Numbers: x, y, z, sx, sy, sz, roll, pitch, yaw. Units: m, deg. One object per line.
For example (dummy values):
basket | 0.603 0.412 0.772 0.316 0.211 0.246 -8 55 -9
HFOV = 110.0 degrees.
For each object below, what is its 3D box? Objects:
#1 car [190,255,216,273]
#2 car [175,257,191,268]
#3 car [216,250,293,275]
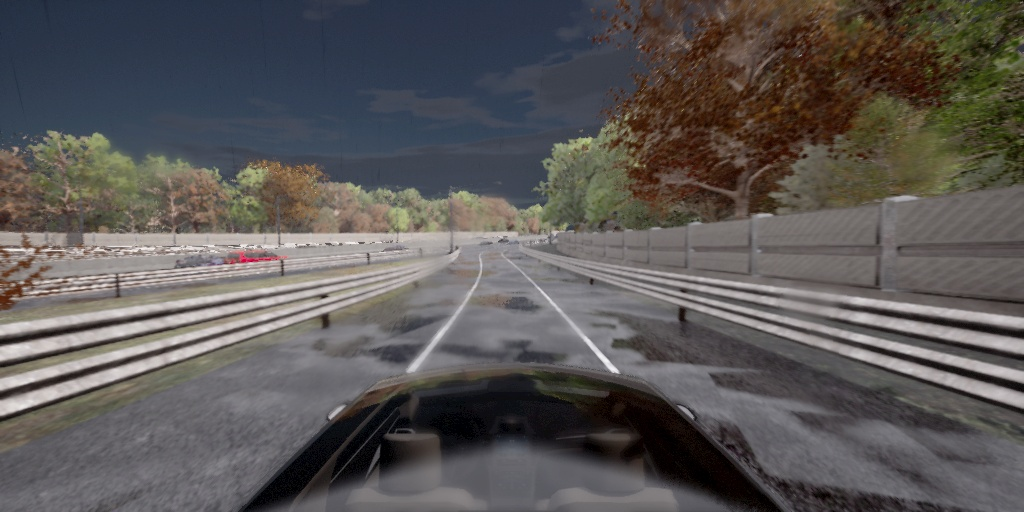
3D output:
car | -26.579 0.760 34.146 2.033 1.411 5.357 1 4 20
car | -29.898 0.650 35.254 2.128 1.511 4.902 1 4 20
car | -23.240 0.486 33.076 2.150 2.045 5.566 1 4 20
